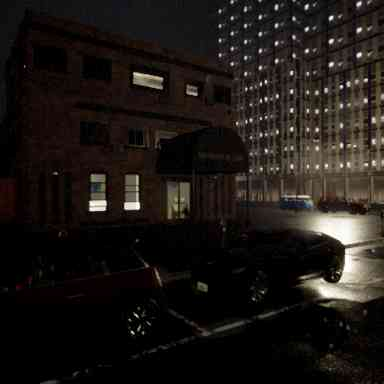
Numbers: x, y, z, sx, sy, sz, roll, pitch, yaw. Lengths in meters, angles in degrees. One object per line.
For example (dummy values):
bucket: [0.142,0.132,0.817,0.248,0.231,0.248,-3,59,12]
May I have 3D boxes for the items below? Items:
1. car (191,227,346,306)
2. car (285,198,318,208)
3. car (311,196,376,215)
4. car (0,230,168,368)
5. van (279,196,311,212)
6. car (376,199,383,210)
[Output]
car: [1.988,1.564,8.055,4.313,1.339,1.947,0,0,-35]
car: [15.432,1.505,46.930,1.802,1.307,4.206,0,0,-35]
car: [14.895,1.301,33.045,2.192,1.841,5.009,0,0,-35]
car: [-2.475,1.440,4.802,4.097,1.590,1.967,0,0,-35]
van: [11.726,1.319,37.590,1.690,1.788,3.998,0,0,-35]
car: [21.771,1.490,37.840,2.008,1.369,4.403,0,0,-35]
